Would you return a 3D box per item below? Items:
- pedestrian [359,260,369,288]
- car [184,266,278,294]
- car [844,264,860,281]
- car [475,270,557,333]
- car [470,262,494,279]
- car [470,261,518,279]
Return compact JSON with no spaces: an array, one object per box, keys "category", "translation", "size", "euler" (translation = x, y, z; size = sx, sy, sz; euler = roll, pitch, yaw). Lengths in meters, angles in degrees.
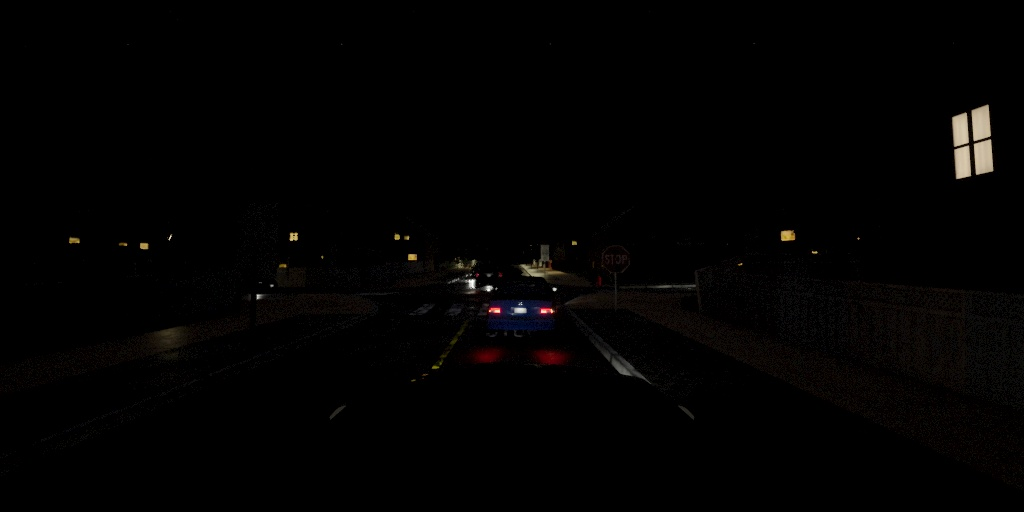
[{"category":"pedestrian","translation":[-9.784,1.148,23.647],"size":[0.375,1.860,0.375],"euler":[0,-3,-1]},{"category":"car","translation":[-14.377,1.209,17.957],"size":[4.892,1.490,1.837],"euler":[1,-3,2]},{"category":"car","translation":[24.787,1.283,26.627],"size":[4.892,1.490,1.837],"euler":[0,-3,-19]},{"category":"car","translation":[0.378,1.310,10.781],"size":[2.033,1.411,5.357],"euler":[0,0,4]},{"category":"car","translation":[-2.801,1.333,34.147],"size":[1.837,1.490,4.892],"euler":[0,0,0]},{"category":"car","translation":[-0.803,1.215,24.821],"size":[2.097,1.767,4.553],"euler":[0,2,19]}]
